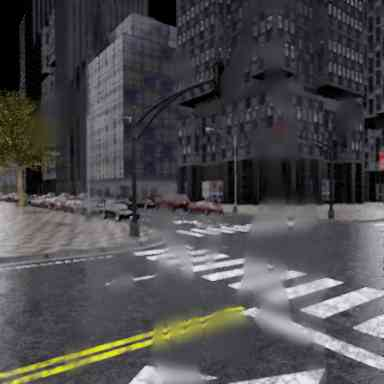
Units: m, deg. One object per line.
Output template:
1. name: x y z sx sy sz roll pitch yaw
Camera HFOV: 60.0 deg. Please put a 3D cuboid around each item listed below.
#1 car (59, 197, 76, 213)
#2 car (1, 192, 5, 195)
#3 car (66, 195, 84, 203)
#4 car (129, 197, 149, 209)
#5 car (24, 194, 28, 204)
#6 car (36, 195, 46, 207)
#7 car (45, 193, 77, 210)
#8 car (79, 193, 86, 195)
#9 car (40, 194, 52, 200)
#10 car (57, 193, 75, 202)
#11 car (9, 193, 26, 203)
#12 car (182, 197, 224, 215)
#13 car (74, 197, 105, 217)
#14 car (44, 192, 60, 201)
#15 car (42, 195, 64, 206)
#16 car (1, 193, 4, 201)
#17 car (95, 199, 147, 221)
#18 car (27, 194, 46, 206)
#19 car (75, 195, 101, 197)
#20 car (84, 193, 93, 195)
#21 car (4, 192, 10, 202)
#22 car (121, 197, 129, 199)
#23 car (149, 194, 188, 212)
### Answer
1. car: -12.358 1.464 35.232 1.802 1.307 4.206 0 0 -36
2. car: -42.448 1.365 76.104 1.802 1.307 4.206 0 0 -36
3. car: -22.205 1.318 62.986 1.947 1.339 4.313 0 0 -36
4. car: -5.491 1.381 40.283 1.947 1.339 4.313 0 0 -36
5. car: -25.732 1.394 53.397 1.947 1.339 4.313 0 0 -36
6. car: -19.045 1.434 44.314 1.802 1.307 4.206 0 0 -36
7. car: -15.701 1.306 39.771 1.967 1.590 4.097 0 0 -36
8. car: -18.864 1.077 58.445 2.192 1.841 5.009 0 0 -36
9. car: -35.678 1.241 81.287 1.752 1.417 4.829 -1 0 -36
10. car: -25.550 1.057 67.526 2.192 1.841 5.009 0 0 -36
11. car: -32.419 1.354 62.480 1.887 1.381 4.507 0 0 -36
12. car: 1.196 1.434 31.201 1.802 1.307 4.206 0 0 -36
13. car: -9.014 1.465 30.690 1.947 1.339 4.313 0 0 -36
14. car: -32.236 1.038 76.609 2.192 1.841 5.009 0 0 -36
15. car: -22.481 1.324 53.797 2.128 1.511 4.902 -1 0 -36
16. car: -39.106 1.356 71.564 1.947 1.339 4.313 0 0 -36
17. car: -5.670 1.485 26.148 1.947 1.339 4.313 0 0 -36
18. car: -22.287 1.365 48.718 1.752 1.417 4.829 0 0 -36
19. car: -11.468 1.401 38.672 2.033 1.411 5.357 -1 1 -36
20. car: -15.520 1.317 53.904 1.887 1.381 4.507 0 0 -36
21. car: -35.763 1.115 67.020 2.192 1.841 5.009 0 0 -36
22. car: -8.833 1.365 44.823 1.947 1.339 4.313 0 0 -36
23. car: -2.148 1.147 35.741 2.192 1.841 5.009 0 0 -36
